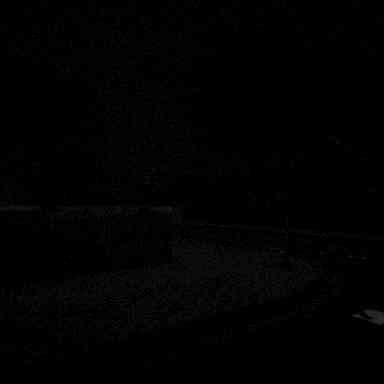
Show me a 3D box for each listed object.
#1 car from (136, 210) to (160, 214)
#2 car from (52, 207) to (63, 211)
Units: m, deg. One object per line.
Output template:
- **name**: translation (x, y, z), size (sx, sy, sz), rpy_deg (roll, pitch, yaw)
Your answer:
- **car**: translation (-4.034, 2.318, 30.310), size (1.994, 1.385, 4.181), rpy_deg (1, -2, -35)
- **car**: translation (-19.234, 2.829, 46.412), size (1.837, 1.490, 4.892), rpy_deg (1, -2, -39)
